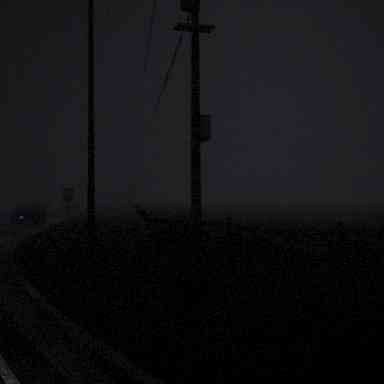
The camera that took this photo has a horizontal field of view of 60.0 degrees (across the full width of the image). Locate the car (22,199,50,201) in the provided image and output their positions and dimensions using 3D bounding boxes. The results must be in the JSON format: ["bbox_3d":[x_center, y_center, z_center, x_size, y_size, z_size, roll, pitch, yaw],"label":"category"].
[{"bbox_3d":[-20.137,1.986,42.936,1.837,1.490,4.892,0,0,-12],"label":"car"}]

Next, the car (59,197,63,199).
[{"bbox_3d":[-24.905,1.932,65.467,2.150,2.045,5.566,0,-1,-12],"label":"car"}]

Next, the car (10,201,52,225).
[{"bbox_3d":[-13.280,1.786,27.346,1.882,1.535,5.008,0,-1,-12],"label":"car"}]

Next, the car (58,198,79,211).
[{"bbox_3d":[-17.846,2.021,49.047,2.128,1.511,4.902,0,0,-12],"label":"car"}]

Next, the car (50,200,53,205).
[{"bbox_3d":[-28.274,2.096,64.118,1.994,1.385,4.181,0,-1,-12],"label":"car"}]

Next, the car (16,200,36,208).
[{"bbox_3d":[-31.803,2.264,63.915,2.033,1.411,5.357,0,-1,-12],"label":"car"}]
